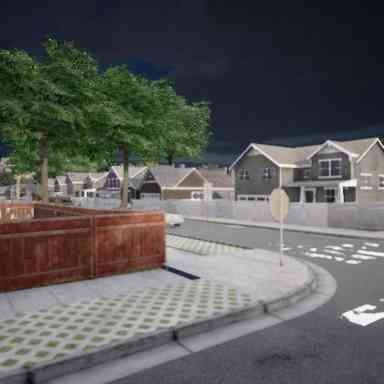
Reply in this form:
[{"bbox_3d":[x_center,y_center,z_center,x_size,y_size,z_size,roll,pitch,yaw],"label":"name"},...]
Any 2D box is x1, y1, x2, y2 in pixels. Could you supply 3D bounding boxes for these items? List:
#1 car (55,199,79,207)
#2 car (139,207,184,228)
[{"bbox_3d":[-15.399,1.610,40.858,2.097,1.767,4.553,0,0,-35],"label":"car"},{"bbox_3d":[-2.519,1.719,22.779,1.895,1.301,4.718,0,0,-36],"label":"car"}]
